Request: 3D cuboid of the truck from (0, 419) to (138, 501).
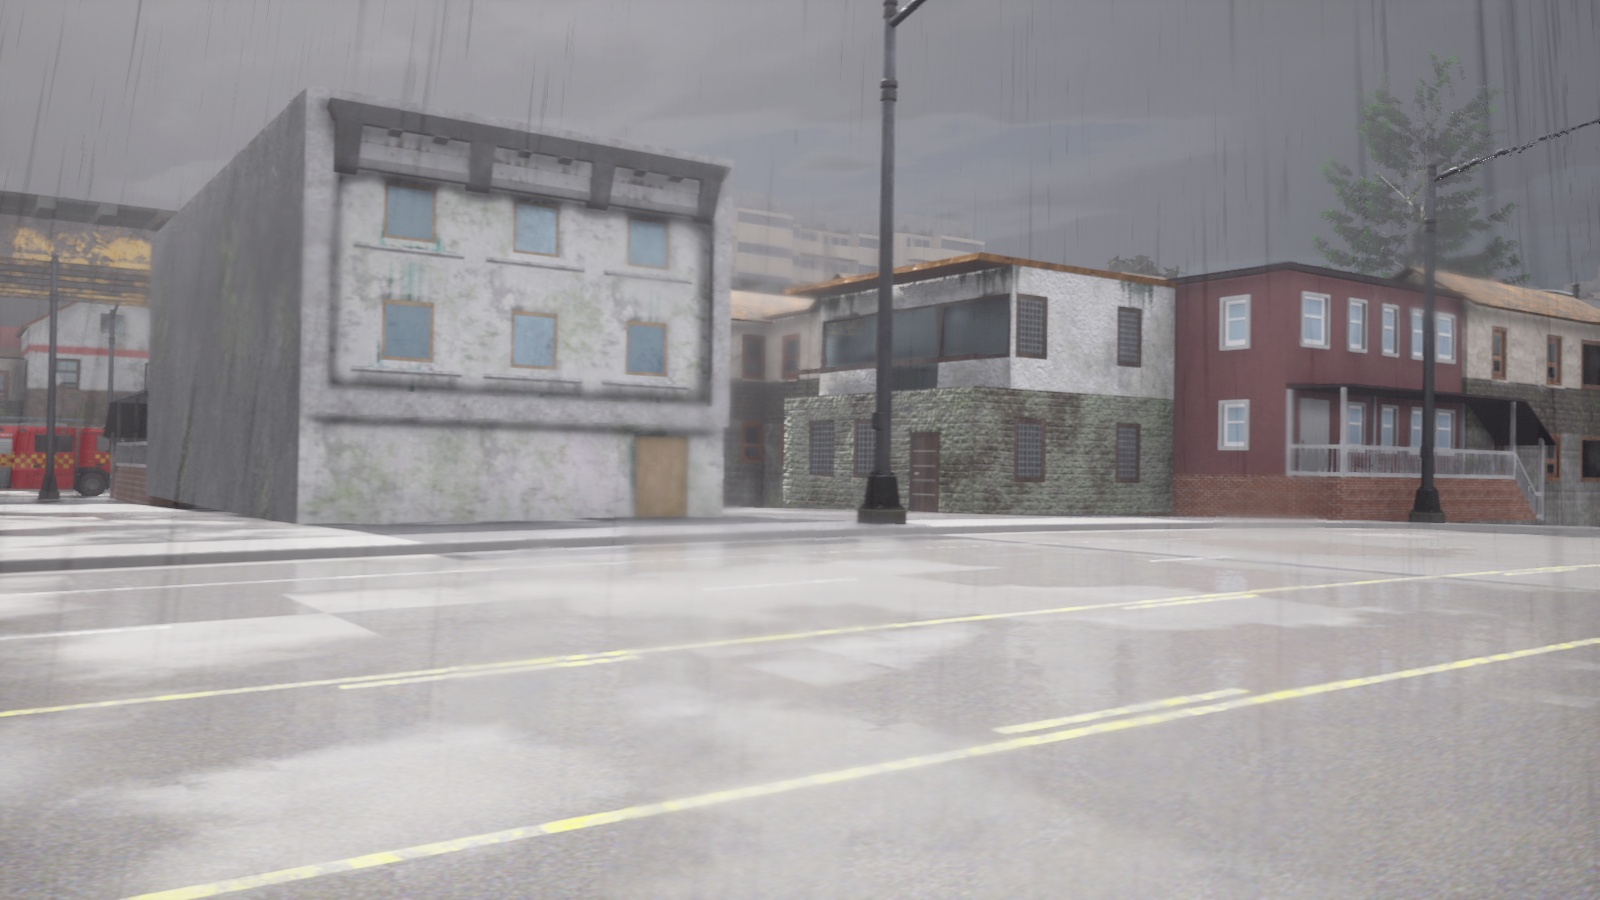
[{"bbox_3d":[-36.962,0.490,60.674,8.468,3.827,2.891,1,-1,-35],"label":"truck"}]
